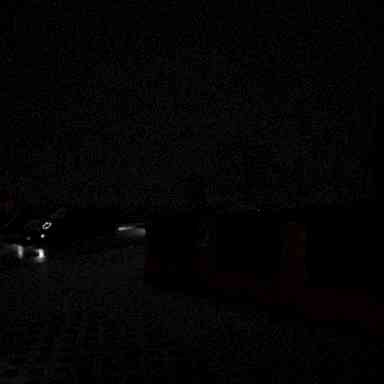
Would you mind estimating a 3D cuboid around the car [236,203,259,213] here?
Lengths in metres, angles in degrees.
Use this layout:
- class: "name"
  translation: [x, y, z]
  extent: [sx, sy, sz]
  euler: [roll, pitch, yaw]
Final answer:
- class: "car"
  translation: [4.682, 1.857, 31.485]
  extent: [1.837, 1.490, 4.892]
  euler: [0, -1, 35]

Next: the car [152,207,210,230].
- class: "car"
  translation: [-0.693, 1.811, 23.892]
  extent: [1.994, 1.385, 4.181]
  euler: [0, -1, 35]

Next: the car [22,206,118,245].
- class: "car"
  translation: [-5.910, 1.493, 16.515]
  extent: [2.097, 1.767, 4.553]
  euler: [0, -1, 35]

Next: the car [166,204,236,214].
- class: "car"
  translation: [0.549, 1.558, 20.610]
  extent: [2.097, 1.767, 4.553]
  euler: [0, -1, 36]

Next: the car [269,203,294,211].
- class: "car"
  translation: [10.836, 2.032, 40.132]
  extent: [1.994, 1.385, 4.181]
  euler: [0, -1, 36]
